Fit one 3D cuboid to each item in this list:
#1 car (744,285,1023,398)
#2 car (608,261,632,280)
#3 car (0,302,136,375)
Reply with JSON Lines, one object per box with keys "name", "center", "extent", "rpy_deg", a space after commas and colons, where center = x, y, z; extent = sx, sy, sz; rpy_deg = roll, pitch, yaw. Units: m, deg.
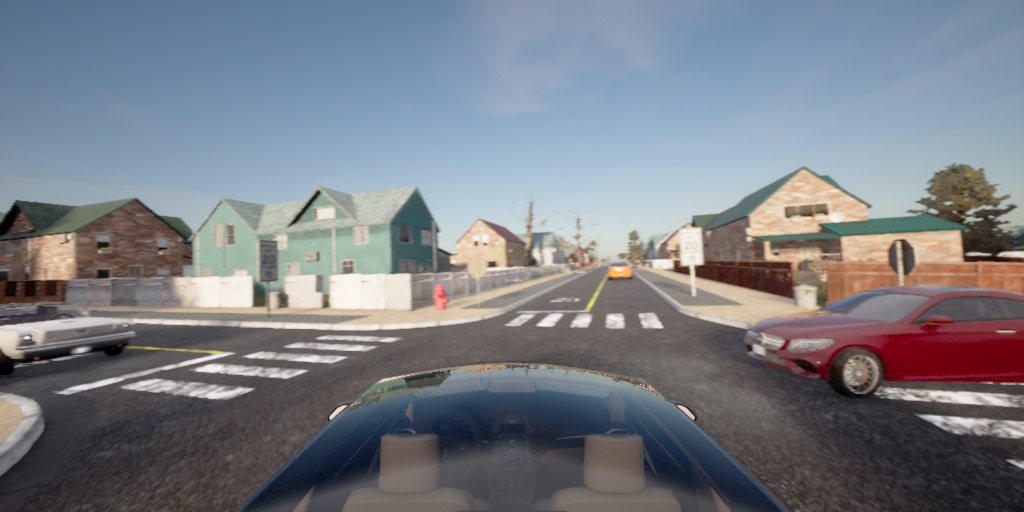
{"name": "car", "center": [6.305, 1.197, 5.599], "extent": [4.674, 1.442, 1.812], "rpy_deg": [-1, -2, 5]}
{"name": "car", "center": [10.557, 1.340, 35.116], "extent": [2.097, 1.767, 4.553], "rpy_deg": [-3, -1, 16]}
{"name": "car", "center": [-11.270, 1.761, 8.315], "extent": [4.718, 1.301, 1.895], "rpy_deg": [-2, -2, 18]}
